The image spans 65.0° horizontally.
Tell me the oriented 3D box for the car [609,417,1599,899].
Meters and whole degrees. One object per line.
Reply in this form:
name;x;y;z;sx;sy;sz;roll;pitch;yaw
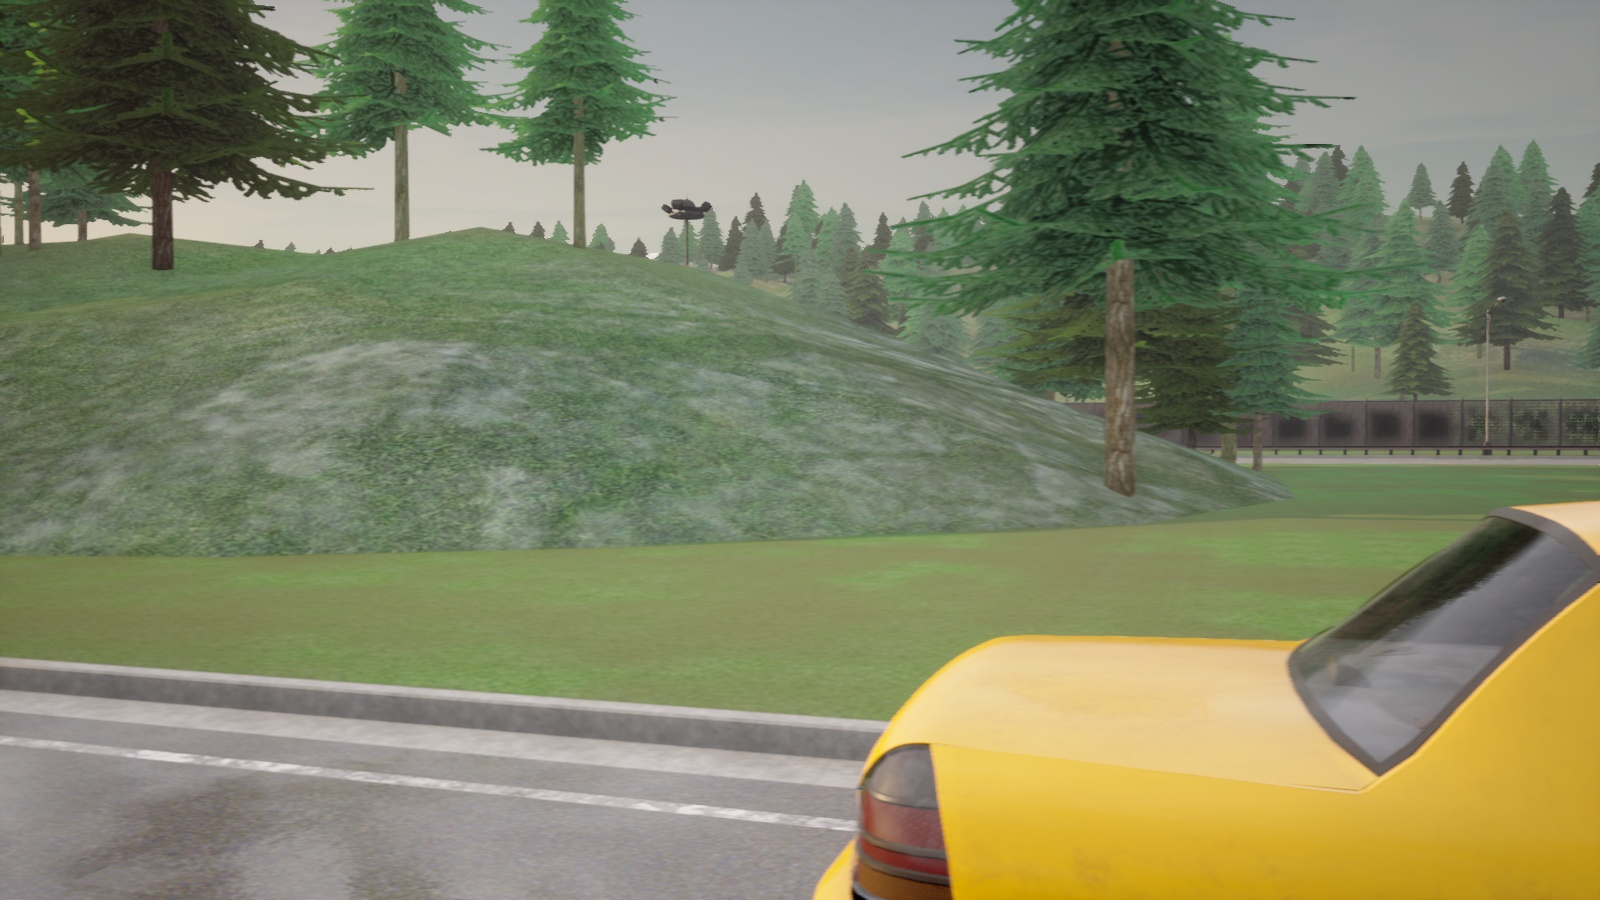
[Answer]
car;2.472;0.737;2.359;5.366;1.575;1.801;1;1;18
